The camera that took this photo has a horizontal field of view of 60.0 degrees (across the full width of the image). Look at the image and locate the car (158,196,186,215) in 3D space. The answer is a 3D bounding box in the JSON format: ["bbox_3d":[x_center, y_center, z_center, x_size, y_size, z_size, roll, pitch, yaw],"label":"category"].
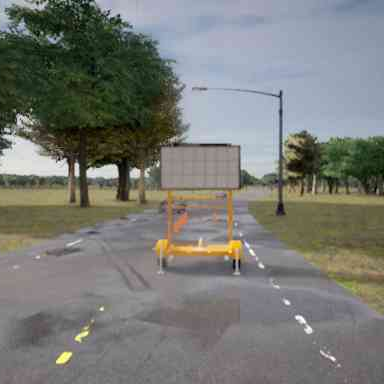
[{"bbox_3d":[-1.696,1.140,29.457,2.128,1.511,4.902,0,1,7],"label":"car"}]

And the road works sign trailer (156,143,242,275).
[{"bbox_3d":[0.247,0.338,10.058,2.380,3.560,2.880,0,1,3],"label":"road works sign trailer"}]

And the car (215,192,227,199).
[{"bbox_3d":[6.042,0.694,69.093,2.128,1.511,4.902,0,1,15],"label":"car"}]
